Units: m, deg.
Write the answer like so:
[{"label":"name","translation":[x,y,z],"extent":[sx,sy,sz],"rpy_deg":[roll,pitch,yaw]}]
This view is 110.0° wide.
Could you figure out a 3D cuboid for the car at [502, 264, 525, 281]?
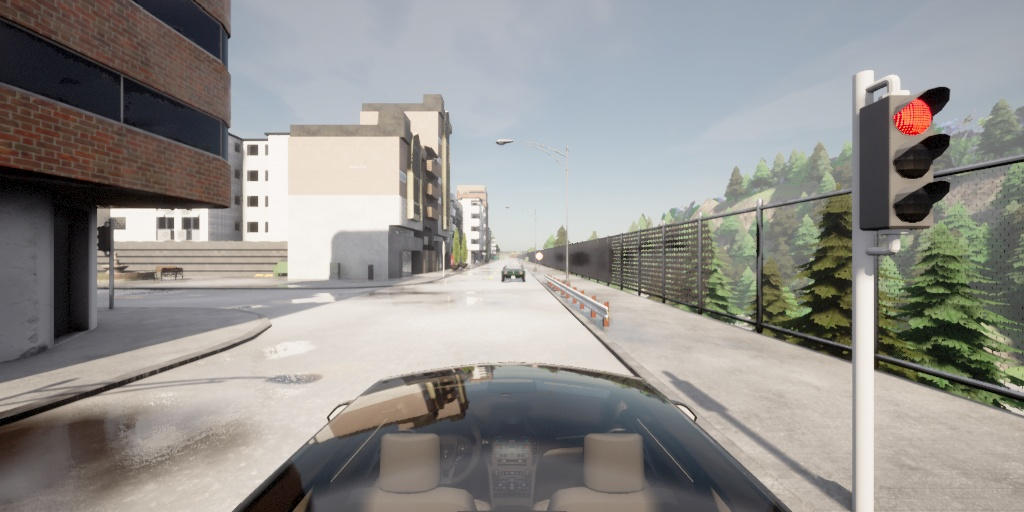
[{"label":"car","translation":[0.112,1.350,30.219],"extent":[1.895,1.301,4.718],"rpy_deg":[0,0,0]}]
